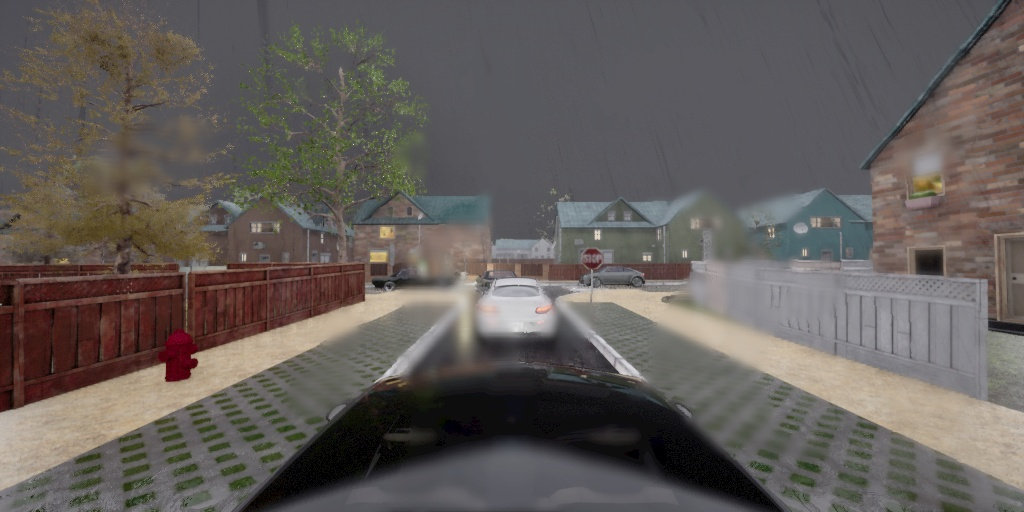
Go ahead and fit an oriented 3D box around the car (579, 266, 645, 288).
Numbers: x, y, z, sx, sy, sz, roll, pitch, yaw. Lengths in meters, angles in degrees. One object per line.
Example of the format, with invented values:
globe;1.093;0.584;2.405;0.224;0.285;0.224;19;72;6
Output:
car;6.551;1.344;23.660;4.181;1.385;1.994;0;-1;1

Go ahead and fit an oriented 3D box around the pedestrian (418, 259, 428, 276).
pedestrian;-6.687;1.118;26.762;0.375;1.860;0.375;0;-1;1

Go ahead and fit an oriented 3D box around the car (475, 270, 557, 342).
car;0.107;1.279;9.670;1.812;1.442;4.674;0;0;0

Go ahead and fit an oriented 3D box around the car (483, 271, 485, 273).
car;-0.747;1.366;18.489;1.895;1.301;4.718;0;-1;-12

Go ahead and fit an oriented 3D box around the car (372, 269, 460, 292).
car;-5.471;1.416;20.876;4.718;1.301;1.895;-1;-1;1
